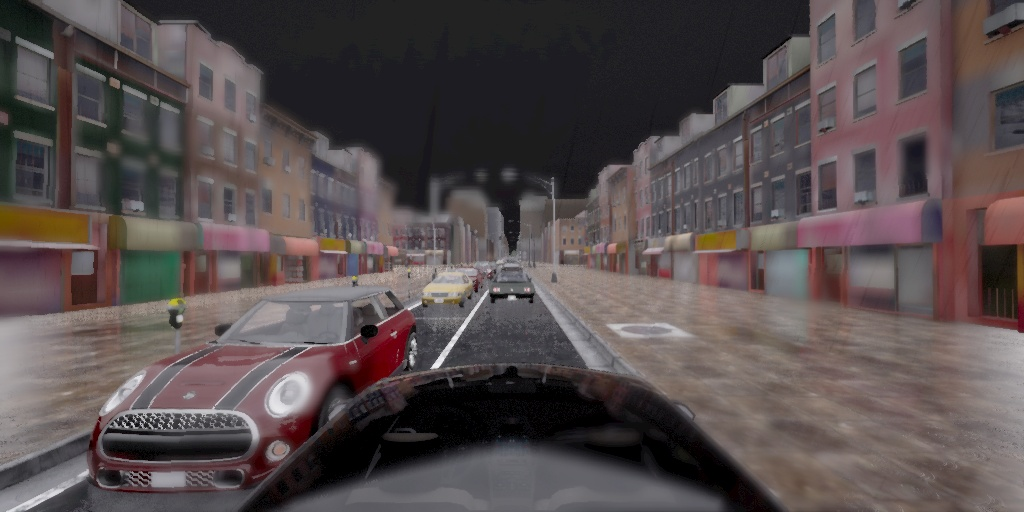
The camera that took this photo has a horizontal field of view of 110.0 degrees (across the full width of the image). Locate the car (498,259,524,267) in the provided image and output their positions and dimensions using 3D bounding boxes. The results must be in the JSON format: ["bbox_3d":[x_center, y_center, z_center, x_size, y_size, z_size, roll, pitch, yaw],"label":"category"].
[{"bbox_3d":[0.000,1.266,31.501,1.882,1.535,5.008,0,0,0],"label":"car"}]

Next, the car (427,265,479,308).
[{"bbox_3d":[-2.637,1.283,15.334,1.751,1.417,4.829,0,0,0],"label":"car"}]

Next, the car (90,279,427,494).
[{"bbox_3d":[-2.637,1.190,4.744,1.967,1.591,4.097,0,0,0],"label":"car"}]

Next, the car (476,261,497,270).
[{"bbox_3d":[-2.637,1.220,31.643,1.967,1.591,4.097,0,0,0],"label":"car"}]

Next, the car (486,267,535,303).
[{"bbox_3d":[0.000,1.376,16.530,1.895,1.301,4.718,0,0,0],"label":"car"}]

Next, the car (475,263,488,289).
[{"bbox_3d":[-2.637,1.309,20.883,1.888,1.381,4.507,0,0,0],"label":"car"}]
